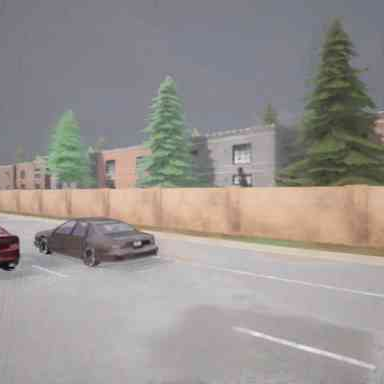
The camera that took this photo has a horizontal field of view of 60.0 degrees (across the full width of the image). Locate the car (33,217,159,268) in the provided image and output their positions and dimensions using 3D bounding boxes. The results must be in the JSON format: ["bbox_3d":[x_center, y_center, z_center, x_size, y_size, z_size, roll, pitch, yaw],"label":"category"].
[{"bbox_3d":[-3.503,1.579,11.523,5.357,1.411,2.033,0,0,41],"label":"car"}]

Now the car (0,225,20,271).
[{"bbox_3d":[-6.958,1.496,9.982,5.008,1.535,1.882,0,0,41],"label":"car"}]
